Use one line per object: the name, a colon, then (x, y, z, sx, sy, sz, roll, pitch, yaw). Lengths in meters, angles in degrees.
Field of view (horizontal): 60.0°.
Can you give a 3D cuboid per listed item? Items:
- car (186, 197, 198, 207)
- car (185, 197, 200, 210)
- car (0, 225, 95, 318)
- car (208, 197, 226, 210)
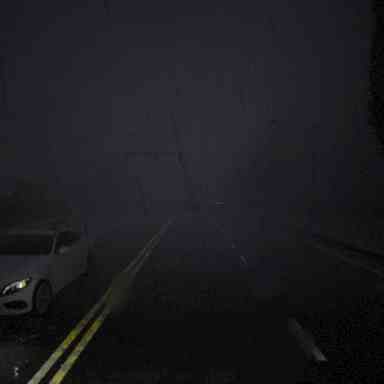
car: (0.005, 1.609, 55.007, 1.837, 1.490, 4.892, 0, 0, 0)
car: (0.004, 1.649, 45.006, 1.994, 1.385, 4.181, 0, 0, 0)
car: (-3.590, 1.541, 7.596, 1.812, 1.442, 4.674, 0, 0, 0)
car: (3.504, 1.589, 44.590, 1.837, 1.490, 4.892, 0, 0, 0)
